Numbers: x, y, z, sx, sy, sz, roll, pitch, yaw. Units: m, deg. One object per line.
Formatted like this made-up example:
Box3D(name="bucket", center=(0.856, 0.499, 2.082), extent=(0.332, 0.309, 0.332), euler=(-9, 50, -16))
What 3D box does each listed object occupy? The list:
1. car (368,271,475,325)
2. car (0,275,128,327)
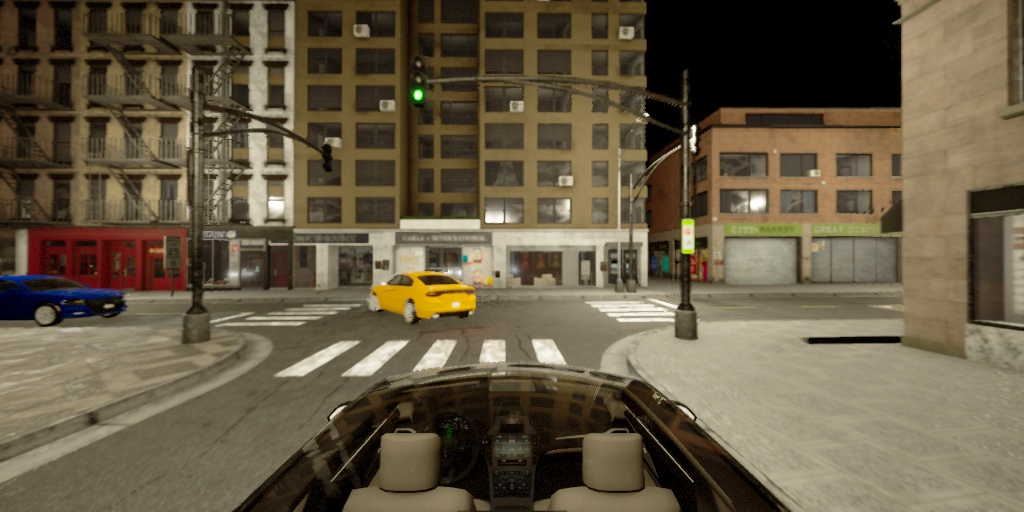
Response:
Box3D(name="car", center=(-3.211, 1.270, 12.227), extent=(1.882, 1.535, 5.008), euler=(1, -1, -40))
Box3D(name="car", center=(-15.510, 1.366, 11.602), extent=(5.008, 1.535, 1.882), euler=(0, 0, 0))
